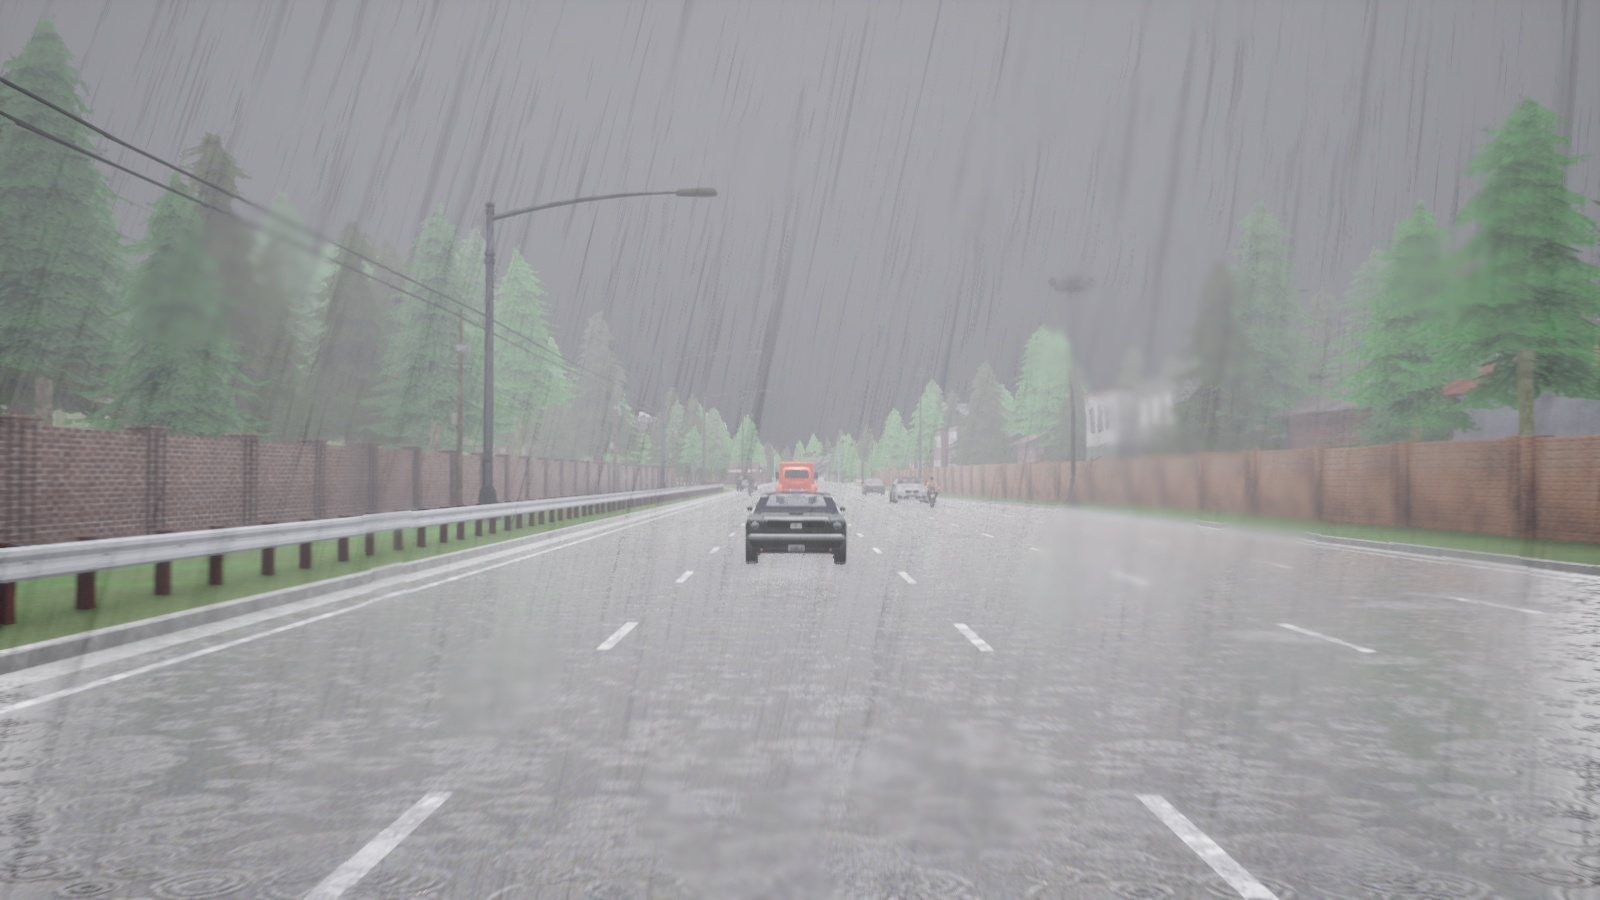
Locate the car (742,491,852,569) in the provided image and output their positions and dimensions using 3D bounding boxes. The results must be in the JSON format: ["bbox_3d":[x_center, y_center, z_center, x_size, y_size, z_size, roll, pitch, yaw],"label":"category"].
[{"bbox_3d":[-0.061,1.457,24.110,1.895,1.301,4.718,0,-1,0],"label":"car"}]

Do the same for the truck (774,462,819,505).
[{"bbox_3d":[-0.196,2.017,75.970,2.627,2.467,5.204,0,-1,0],"label":"truck"}]

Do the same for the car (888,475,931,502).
[{"bbox_3d":[6.800,2.374,78.459,2.242,1.667,4.611,0,-1,0],"label":"car"}]
